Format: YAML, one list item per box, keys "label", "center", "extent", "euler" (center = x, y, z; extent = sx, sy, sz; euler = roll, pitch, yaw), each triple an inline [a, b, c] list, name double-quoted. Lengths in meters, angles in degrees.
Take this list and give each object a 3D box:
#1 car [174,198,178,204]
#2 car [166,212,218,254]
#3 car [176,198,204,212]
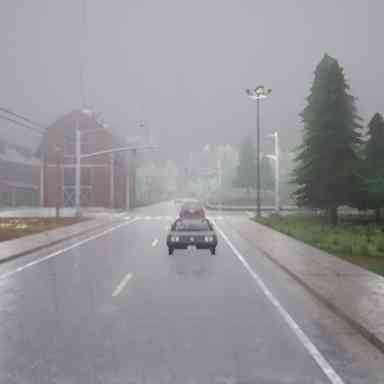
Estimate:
- label: "car"
  center: [-3.489, 2.297, 83.964]
  extent: [1.812, 1.442, 4.674]
  euler: [0, -1, 0]
- label: "car"
  center: [0.004, 1.733, 14.101]
  extent: [1.895, 1.301, 4.718]
  euler: [0, 0, 0]
- label: "car"
  center: [0.010, 1.621, 29.079]
  extent: [2.097, 1.767, 4.553]
  euler: [0, -1, 0]
